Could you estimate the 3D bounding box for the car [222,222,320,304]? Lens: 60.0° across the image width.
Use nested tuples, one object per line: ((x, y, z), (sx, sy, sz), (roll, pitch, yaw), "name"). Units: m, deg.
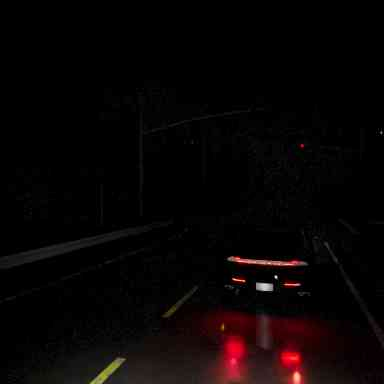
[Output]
((2.070, 1.491, 8.270), (2.128, 1.511, 4.902), (0, 0, 18), "car")
